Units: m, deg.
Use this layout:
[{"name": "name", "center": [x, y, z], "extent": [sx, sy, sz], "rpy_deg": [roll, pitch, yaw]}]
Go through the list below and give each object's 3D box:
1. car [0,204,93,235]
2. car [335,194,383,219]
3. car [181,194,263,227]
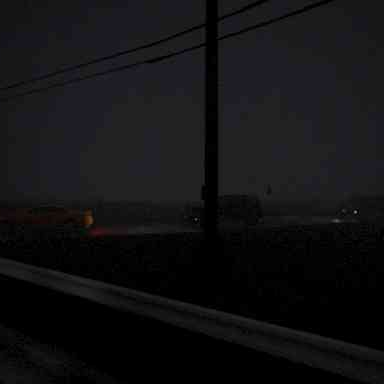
[{"name": "car", "center": [-8.034, 1.415, 18.141], "extent": [5.008, 1.535, 1.882], "rpy_deg": [0, 0, -14]}, {"name": "car", "center": [14.980, 1.206, 28.926], "extent": [5.566, 2.045, 2.150], "rpy_deg": [0, 0, -29]}, {"name": "car", "center": [2.075, 1.183, 21.802], "extent": [5.566, 2.045, 2.150], "rpy_deg": [0, 0, -27]}]
